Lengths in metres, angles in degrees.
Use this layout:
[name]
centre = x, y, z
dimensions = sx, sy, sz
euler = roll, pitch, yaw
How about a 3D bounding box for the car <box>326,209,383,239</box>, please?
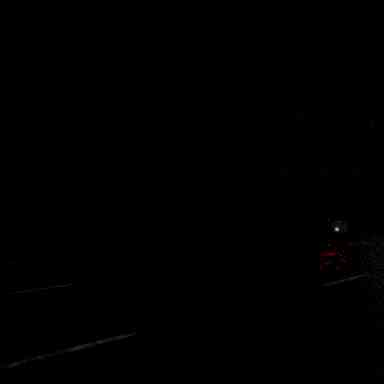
[car]
centre = 9.789, 1.789, 19.326
dimensions = 4.892, 1.490, 1.837
euler = 1, -1, -35
